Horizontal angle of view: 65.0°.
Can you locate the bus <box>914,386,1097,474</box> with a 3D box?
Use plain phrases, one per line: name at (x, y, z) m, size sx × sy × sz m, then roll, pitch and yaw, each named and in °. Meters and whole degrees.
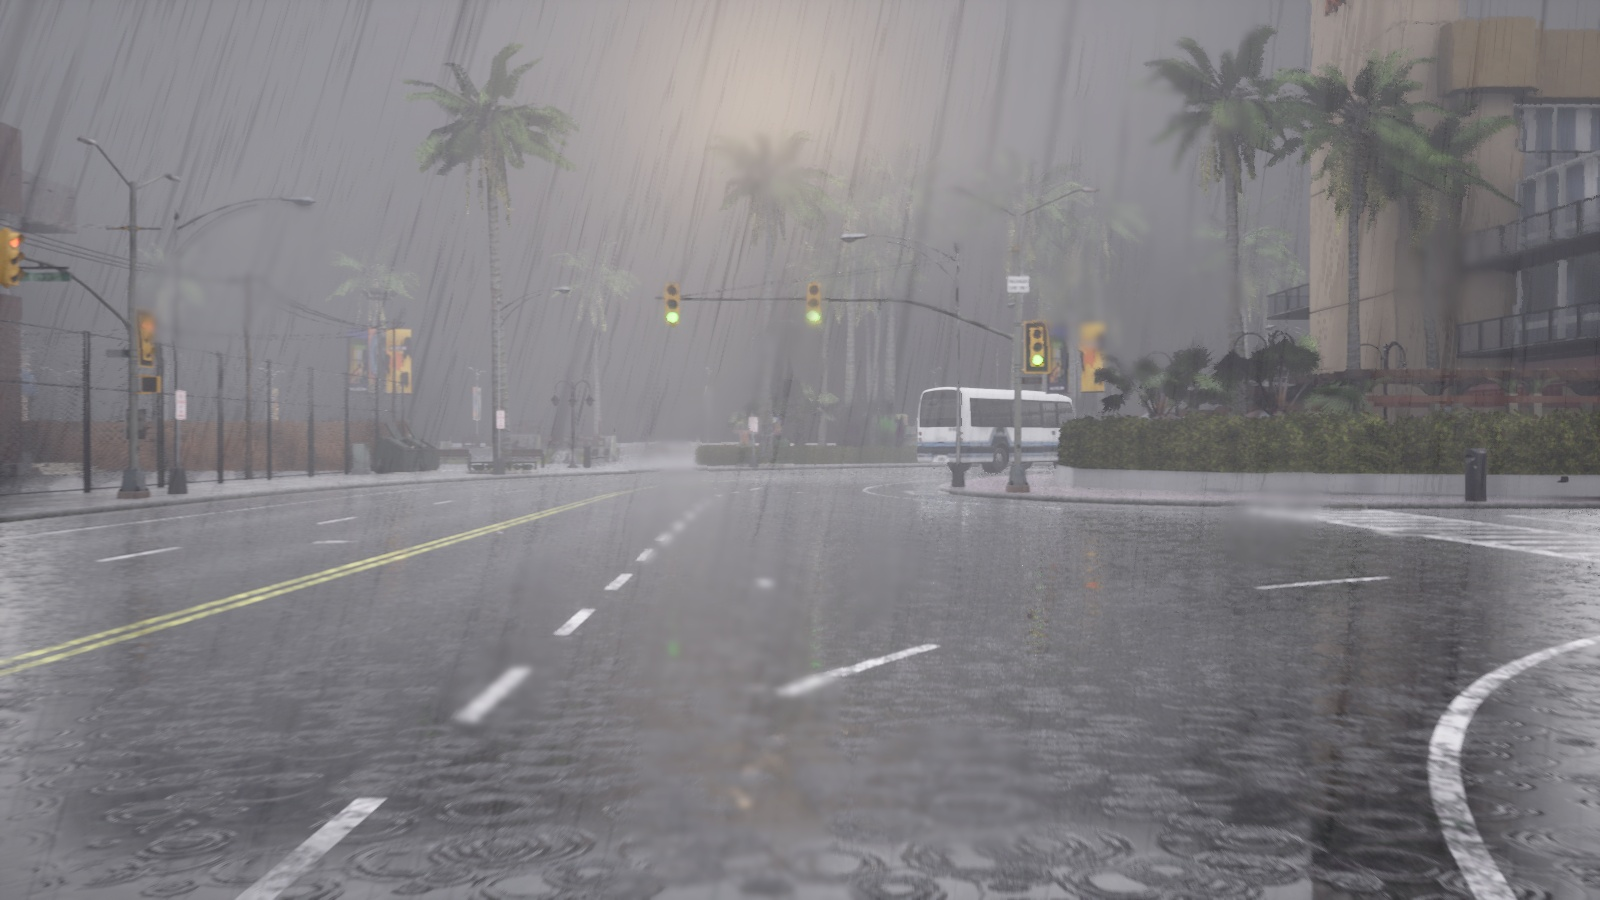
bus at (10.868, -0.981, 65.533) m, size 10.273 × 4.253 × 3.944 m, roll 0°, pitch 0°, yaw -43°
